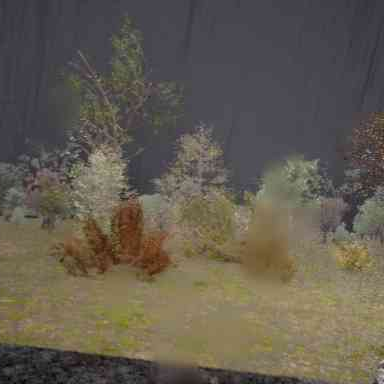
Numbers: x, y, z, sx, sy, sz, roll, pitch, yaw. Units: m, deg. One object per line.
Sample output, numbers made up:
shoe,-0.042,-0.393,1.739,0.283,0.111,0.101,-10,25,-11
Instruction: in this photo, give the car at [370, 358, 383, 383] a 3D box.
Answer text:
car,4.059,1.859,2.746,4.553,1.767,2.097,3,-5,7
